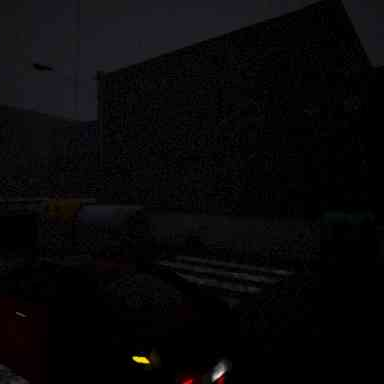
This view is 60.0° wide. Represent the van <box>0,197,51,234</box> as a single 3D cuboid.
[{"bbox_3d":[-7.920,1.251,14.830,1.878,1.987,4.442,0,0,36],"label":"van"}]

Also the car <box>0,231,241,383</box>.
[{"bbox_3d":[-1.605,1.529,4.540,4.674,1.442,1.812,0,0,36],"label":"car"}]
